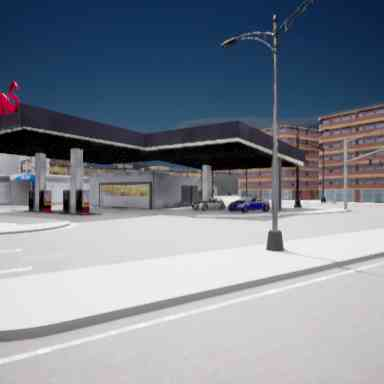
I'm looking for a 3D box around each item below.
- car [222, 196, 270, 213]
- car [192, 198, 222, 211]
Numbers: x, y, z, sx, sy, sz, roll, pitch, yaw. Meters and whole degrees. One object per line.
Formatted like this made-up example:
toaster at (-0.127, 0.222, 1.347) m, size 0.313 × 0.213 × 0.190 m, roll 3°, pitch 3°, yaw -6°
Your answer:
car at (5.856, 1.240, 34.099) m, size 4.611 × 1.667 × 2.242 m, roll 0°, pitch 0°, yaw -35°
car at (1.899, 1.400, 38.334) m, size 3.806 × 1.475 × 1.970 m, roll 0°, pitch 0°, yaw -35°
